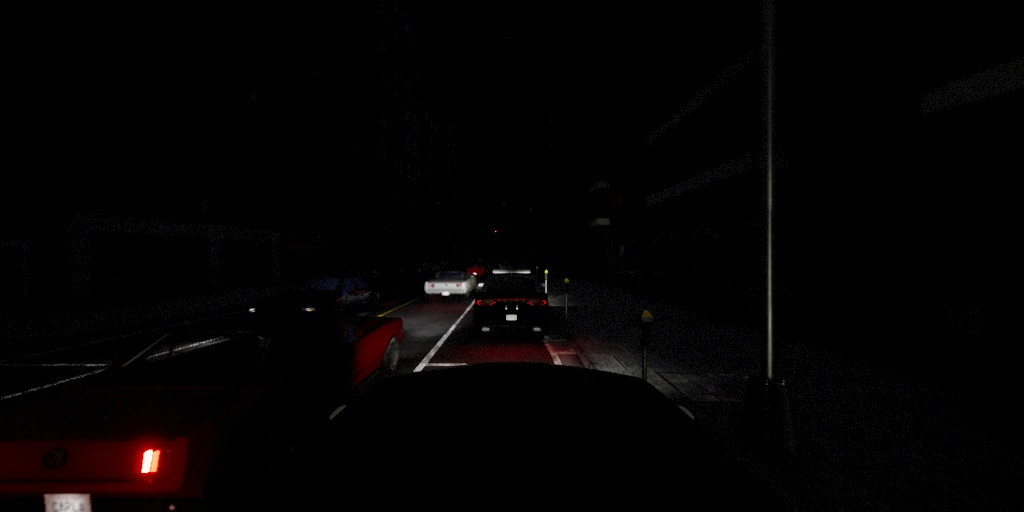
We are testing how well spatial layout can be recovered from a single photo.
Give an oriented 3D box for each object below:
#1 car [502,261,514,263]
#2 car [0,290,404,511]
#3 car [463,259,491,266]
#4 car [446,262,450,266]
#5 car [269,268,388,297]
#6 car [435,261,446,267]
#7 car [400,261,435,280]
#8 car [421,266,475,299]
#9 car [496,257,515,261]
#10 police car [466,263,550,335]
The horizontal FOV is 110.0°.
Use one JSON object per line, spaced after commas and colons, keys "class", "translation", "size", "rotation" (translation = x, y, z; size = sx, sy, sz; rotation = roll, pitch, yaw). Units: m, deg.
{"class": "car", "translation": [-0.383, 1.300, 25.913], "size": [2.007, 1.370, 4.403], "rotation": [0, 0, 0]}
{"class": "car", "translation": [-2.921, 1.351, 4.586], "size": [1.895, 1.301, 4.718], "rotation": [0, 0, 0]}
{"class": "car", "translation": [-3.021, 1.276, 31.450], "size": [1.812, 1.442, 4.674], "rotation": [0, 0, 0]}
{"class": "car", "translation": [-8.408, 1.300, 42.461], "size": [2.007, 1.370, 4.403], "rotation": [0, 0, 0]}
{"class": "car", "translation": [-5.874, 1.298, 11.603], "size": [2.033, 1.411, 5.357], "rotation": [0, 0, 0]}
{"class": "car", "translation": [-8.408, 1.275, 36.773], "size": [1.751, 1.417, 4.829], "rotation": [0, 0, 0]}
{"class": "car", "translation": [-8.408, 1.190, 31.425], "size": [1.967, 1.591, 4.097], "rotation": [0, 0, 0]}
{"class": "car", "translation": [-2.920, 1.351, 18.049], "size": [1.895, 1.301, 4.718], "rotation": [0, 0, 0]}
{"class": "car", "translation": [-0.383, 1.190, 36.951], "size": [1.967, 1.591, 4.097], "rotation": [0, 0, 0]}
{"class": "police car", "translation": [-0.012, 1.175, 10.610], "size": [1.930, 1.638, 5.238], "rotation": [0, 0, 0]}
